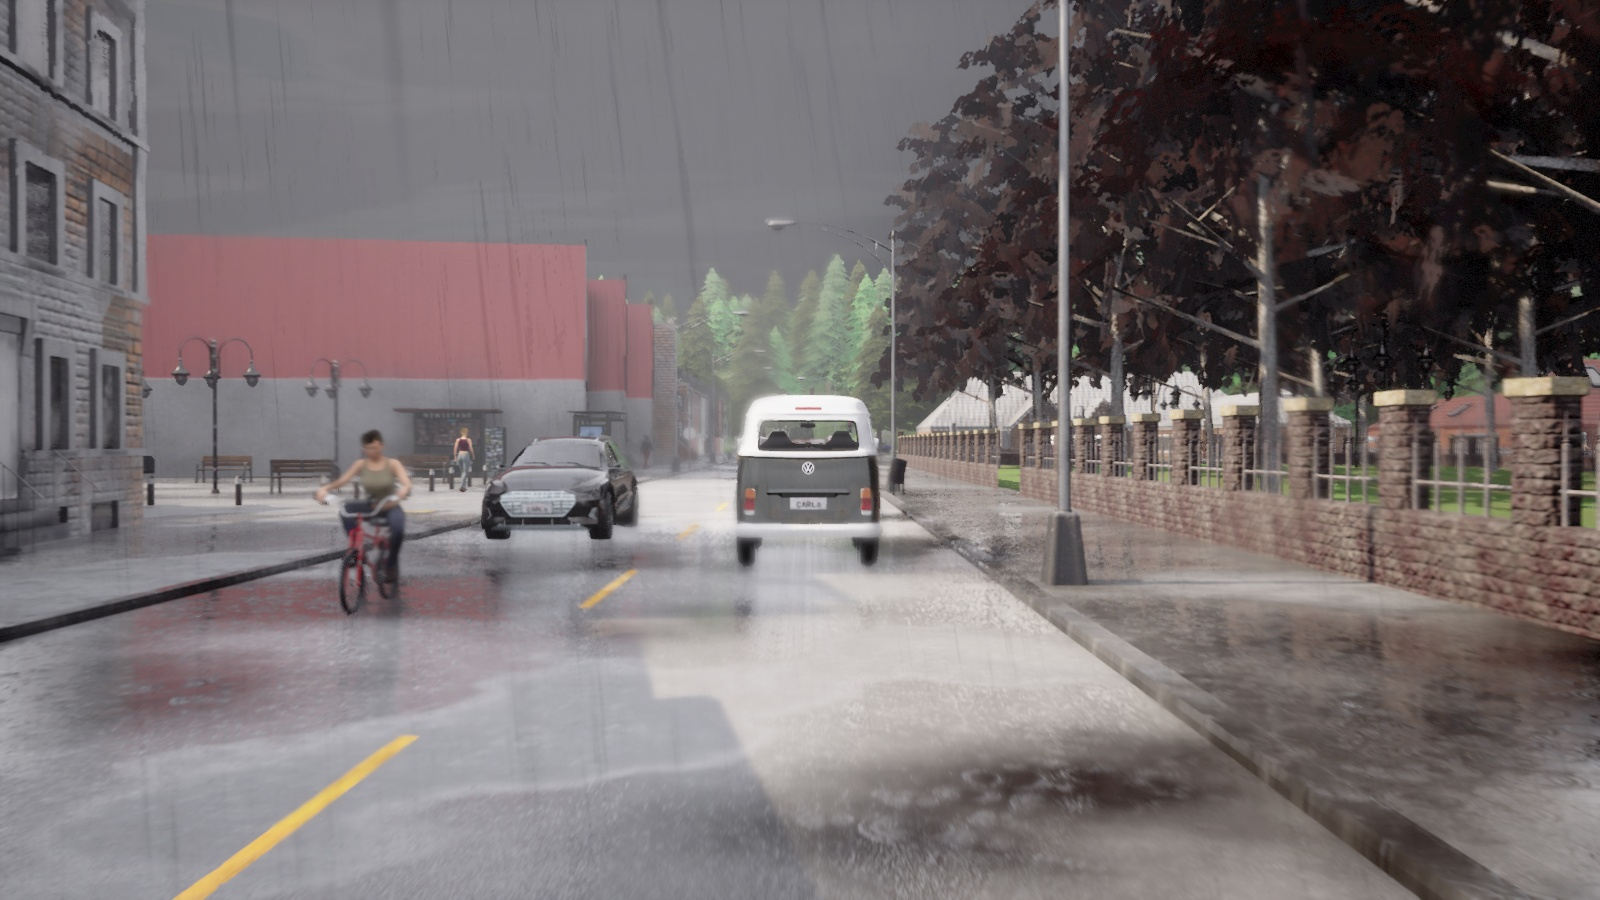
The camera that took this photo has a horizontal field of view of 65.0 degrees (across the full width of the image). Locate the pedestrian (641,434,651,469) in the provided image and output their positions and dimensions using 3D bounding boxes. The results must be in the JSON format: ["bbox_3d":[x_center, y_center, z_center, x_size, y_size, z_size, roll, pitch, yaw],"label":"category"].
[{"bbox_3d":[-8.079,0.078,65.961,0.353,1.847,0.614,0,0,13],"label":"pedestrian"}]

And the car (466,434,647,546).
[{"bbox_3d":[-3.868,0.555,20.828,2.033,1.649,4.856,0,1,0],"label":"car"}]

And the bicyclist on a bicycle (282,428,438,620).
[{"bbox_3d":[-3.916,0.616,11.308,0.866,1.612,1.509,0,0,1],"label":"bicyclist on a bicycle"}]

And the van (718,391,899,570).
[{"bbox_3d":[0.109,0.371,16.564,2.069,2.038,4.480,0,0,0],"label":"van"}]

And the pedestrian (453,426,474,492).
[{"bbox_3d":[-9.536,0.248,35.567,0.345,1.836,0.594,0,0,13],"label":"pedestrian"}]
